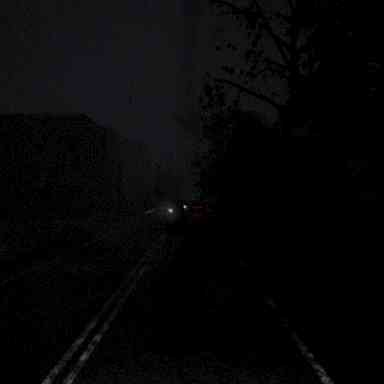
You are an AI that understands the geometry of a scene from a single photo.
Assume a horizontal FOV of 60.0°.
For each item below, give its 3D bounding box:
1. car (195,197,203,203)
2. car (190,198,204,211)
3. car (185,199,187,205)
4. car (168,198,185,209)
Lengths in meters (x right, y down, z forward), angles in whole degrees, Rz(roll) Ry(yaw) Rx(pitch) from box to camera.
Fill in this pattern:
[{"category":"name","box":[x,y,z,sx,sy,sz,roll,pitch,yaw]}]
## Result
[{"category":"car","box":[1.757,2.023,82.206,1.895,1.301,4.718,0,0,2]},{"category":"car","box":[0.751,1.830,46.123,1.837,1.490,4.892,0,0,2]},{"category":"car","box":[-1.958,1.955,67.327,1.994,1.385,4.181,0,0,2]},{"category":"car","box":[-2.525,1.909,51.539,1.994,1.385,4.181,0,0,2]}]
